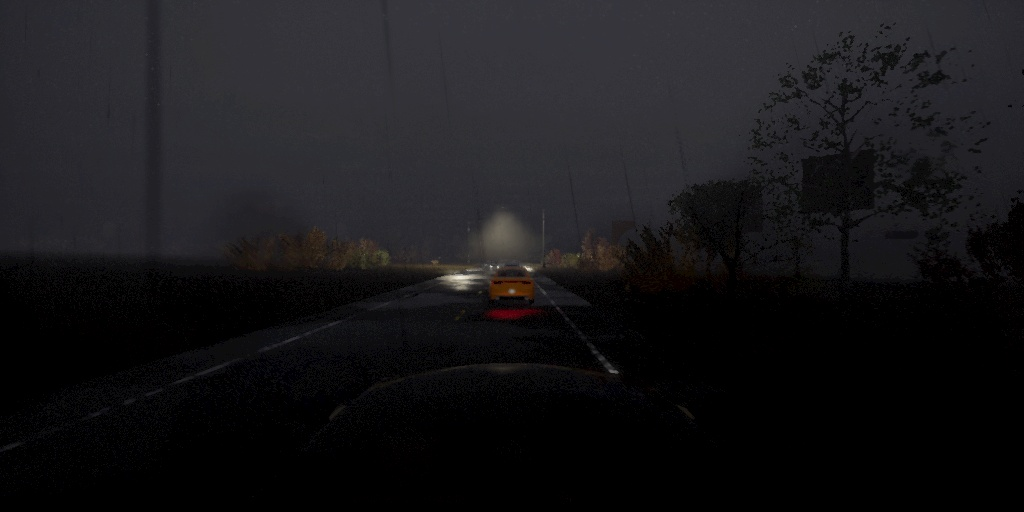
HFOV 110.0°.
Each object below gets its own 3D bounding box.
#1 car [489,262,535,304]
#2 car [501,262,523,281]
[{"bbox_3d":[0.000,1.237,16.501,1.882,1.535,5.008,0,0,0],"label":"car"},{"bbox_3d":[0.000,1.293,31.501,1.812,1.442,4.674,0,0,0],"label":"car"}]
